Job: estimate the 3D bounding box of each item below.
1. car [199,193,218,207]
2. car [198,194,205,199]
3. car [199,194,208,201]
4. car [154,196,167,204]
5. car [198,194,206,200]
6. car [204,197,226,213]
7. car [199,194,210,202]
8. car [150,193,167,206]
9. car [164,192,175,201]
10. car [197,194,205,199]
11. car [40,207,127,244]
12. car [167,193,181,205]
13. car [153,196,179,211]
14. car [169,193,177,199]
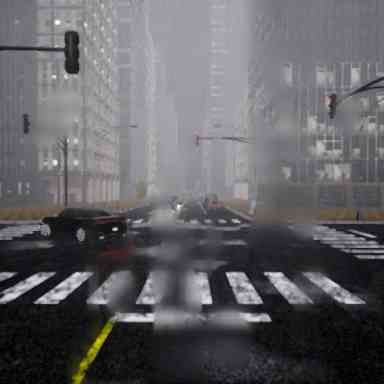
[{"bbox_3d":[2.534,1.138,45.493,2.192,1.841,5.009,-1,0,0],"label":"car"},{"bbox_3d":[2.546,1.161,89.860,1.752,1.417,4.829,-1,0,0],"label":"car"},{"bbox_3d":[2.548,1.253,73.116,1.887,1.381,4.507,-1,0,0],"label":"car"},{"bbox_3d":[-5.331,1.360,56.517,1.802,1.307,4.206,-1,0,0],"label":"car"},{"bbox_3d":[2.547,1.242,84.165,1.802,1.307,4.206,-1,0,0],"label":"car"},{"bbox_3d":[2.518,1.449,34.445,1.802,1.307,4.206,-1,0,0],"label":"car"},{"bbox_3d":[2.547,1.172,67.591,1.967,1.590,4.097,-1,0,0],"label":"car"},{"bbox_3d":[-5.332,1.241,50.992,1.967,1.590,4.097,-1,0,0],"label":"car"},{"bbox_3d":[-5.336,1.000,78.614,2.192,1.841,5.009,-1,0,0],"label":"car"},{"bbox_3d":[2.546,1.157,95.214,1.887,1.381,4.507,-1,0,0],"label":"car"},{"bbox_3d":[-5.165,1.418,15.558,5.008,1.535,1.882,0,-1,39],"label":"car"},{"bbox_3d":[-2.831,1.298,53.216,1.837,1.490,4.892,0,0,0],"label":"car"},{"bbox_3d":[-2.849,1.419,37.346,1.994,1.385,4.181,0,0,0],"label":"car"},{"bbox_3d":[-5.336,1.053,95.188,1.967,1.590,4.097,-1,0,0],"label":"car"}]
